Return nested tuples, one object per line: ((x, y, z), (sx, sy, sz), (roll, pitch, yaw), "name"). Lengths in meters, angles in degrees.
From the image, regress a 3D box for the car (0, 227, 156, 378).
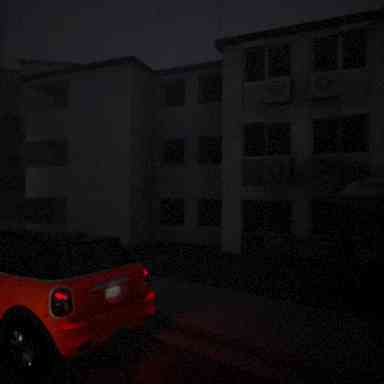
((-2.888, 1.420, 5.825), (4.553, 1.767, 2.097), (0, -1, 33), "car")
